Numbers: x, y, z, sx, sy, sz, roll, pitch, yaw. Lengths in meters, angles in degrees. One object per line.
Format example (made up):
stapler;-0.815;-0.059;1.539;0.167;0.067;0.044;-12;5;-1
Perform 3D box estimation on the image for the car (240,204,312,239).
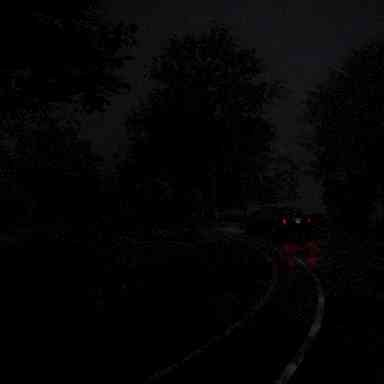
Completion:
car;4.577;1.558;18.900;2.097;1.767;4.553;-1;-1;-23
